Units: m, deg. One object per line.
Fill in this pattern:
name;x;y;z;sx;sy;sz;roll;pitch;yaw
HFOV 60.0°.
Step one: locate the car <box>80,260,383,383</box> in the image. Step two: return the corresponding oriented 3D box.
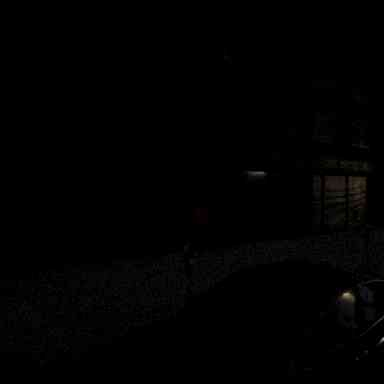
car;1.026;1.547;3.595;4.313;1.339;1.947;0;0;-36
